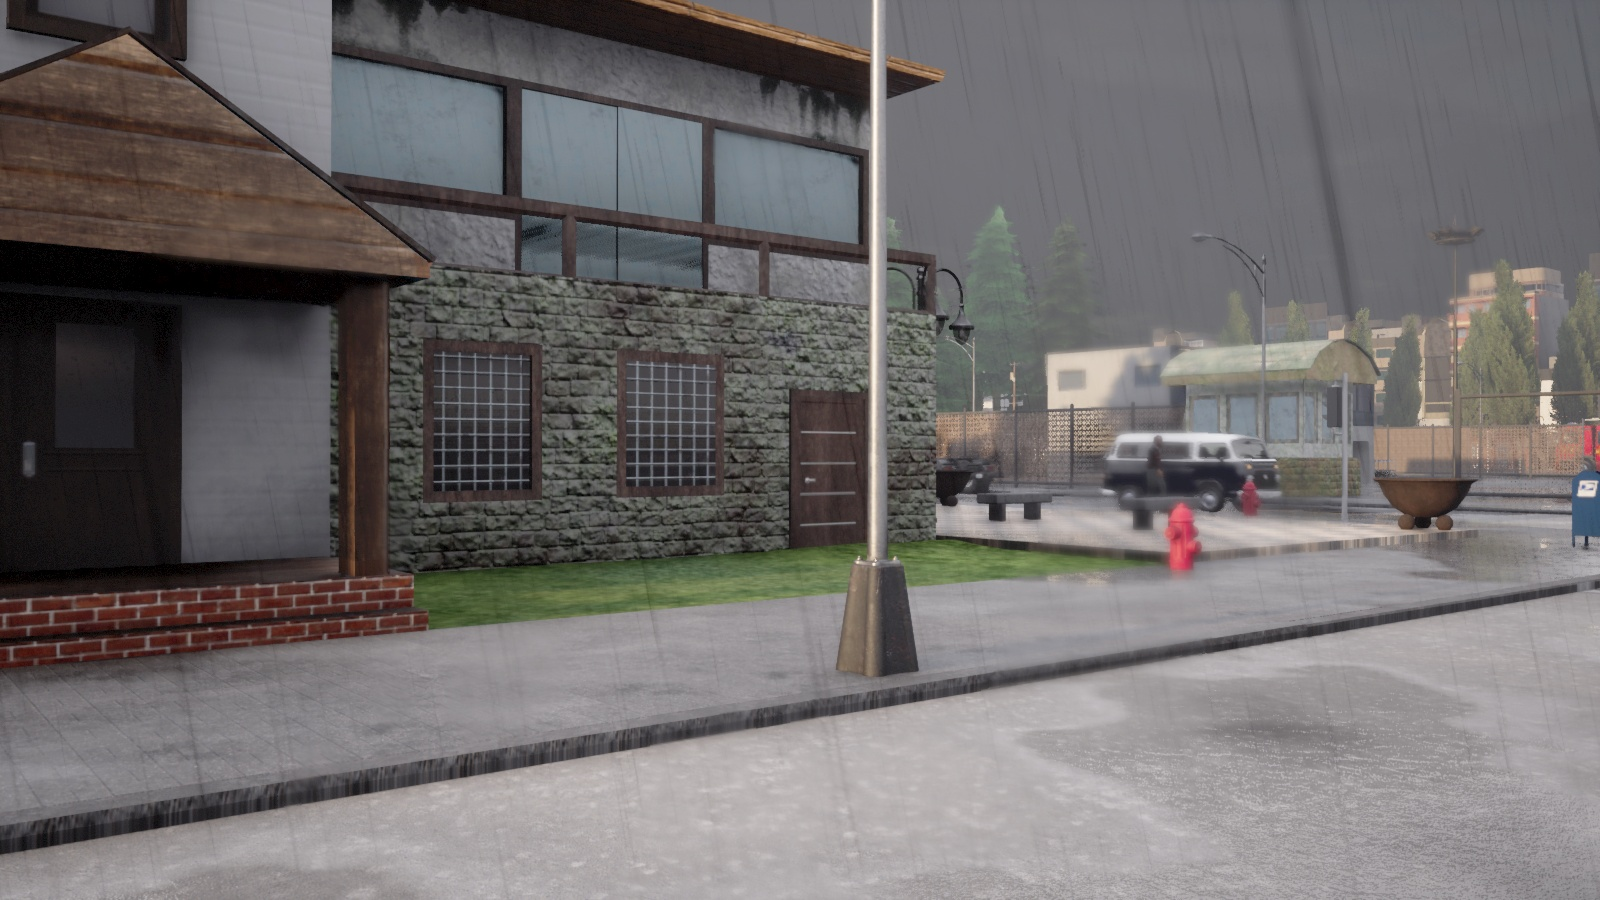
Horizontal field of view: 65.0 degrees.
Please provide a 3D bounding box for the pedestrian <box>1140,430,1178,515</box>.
[{"bbox_3d":[7.971,0.495,27.914,0.720,1.854,0.376,0,0,42],"label":"pedestrian"}]

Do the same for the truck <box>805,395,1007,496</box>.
[{"bbox_3d":[3.774,-0.130,47.020,2.891,3.462,7.936,0,0,-38],"label":"truck"}]

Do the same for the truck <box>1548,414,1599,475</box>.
[{"bbox_3d":[52.102,-0.338,78.686,2.891,3.827,8.468,0,0,-39],"label":"truck"}]

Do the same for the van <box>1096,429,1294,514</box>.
[{"bbox_3d":[10.136,0.526,32.491,2.069,2.038,4.480,0,0,-38],"label":"van"}]
